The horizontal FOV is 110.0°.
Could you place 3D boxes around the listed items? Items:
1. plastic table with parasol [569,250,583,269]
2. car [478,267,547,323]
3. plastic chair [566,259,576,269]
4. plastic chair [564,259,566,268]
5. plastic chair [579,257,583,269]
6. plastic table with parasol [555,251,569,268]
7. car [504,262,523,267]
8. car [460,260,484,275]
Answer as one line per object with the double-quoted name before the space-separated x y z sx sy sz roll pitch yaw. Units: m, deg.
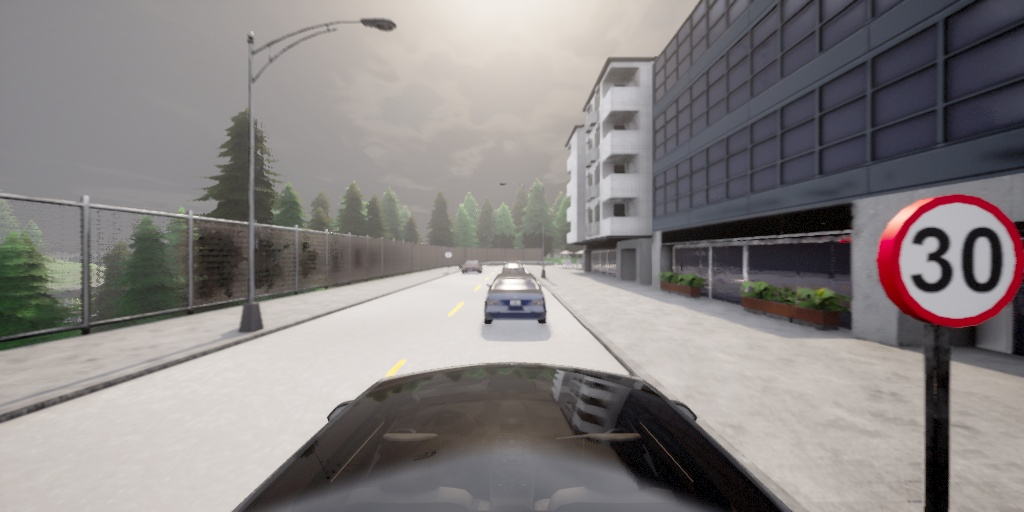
"plastic table with parasol" 9.244 0.492 47.070 2.482 2.480 2.482 0 0 0
"car" 0.093 1.256 11.823 2.033 1.411 5.357 0 0 0
"plastic chair" 7.765 1.096 47.259 0.730 1.272 0.750 0 0 10
"plastic chair" 8.004 1.085 49.969 0.750 1.272 0.730 0 0 10
"plastic chair" 9.256 1.102 45.640 0.750 1.272 0.730 0 0 10
"plastic table with parasol" 7.783 0.475 51.379 2.482 2.480 2.482 0 0 0
"car" 0.097 1.189 28.569 2.033 1.411 5.357 0 0 0
"car" -4.103 1.131 37.424 1.812 1.442 4.674 0 0 0
